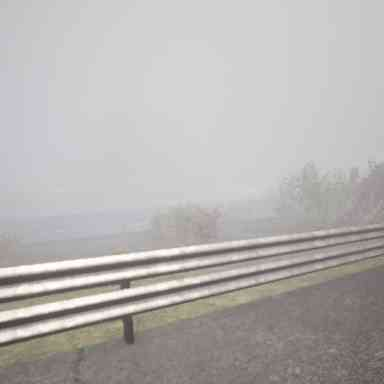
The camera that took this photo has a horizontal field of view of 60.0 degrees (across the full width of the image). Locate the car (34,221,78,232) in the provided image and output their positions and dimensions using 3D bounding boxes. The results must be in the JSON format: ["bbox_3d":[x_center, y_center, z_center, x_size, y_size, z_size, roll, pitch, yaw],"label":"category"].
[{"bbox_3d":[-16.356,4.235,40.211,4.902,1.511,2.128,-4,2,-20],"label":"car"}]

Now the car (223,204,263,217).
[{"bbox_3d":[7.237,2.692,44.914,4.902,1.511,2.128,-4,2,-19],"label":"car"}]
